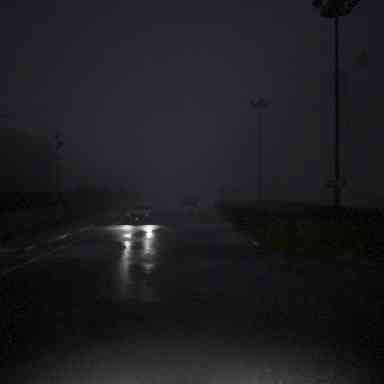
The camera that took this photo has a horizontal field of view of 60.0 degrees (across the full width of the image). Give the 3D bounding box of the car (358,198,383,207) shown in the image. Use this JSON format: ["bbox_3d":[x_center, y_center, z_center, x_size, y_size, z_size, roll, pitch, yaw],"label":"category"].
[{"bbox_3d":[21.861,1.435,39.298,3.905,1.438,1.784,0,0,-1],"label":"car"}]

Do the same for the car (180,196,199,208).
[{"bbox_3d":[-0.250,1.354,48.619,2.097,1.767,4.553,0,0,0],"label":"car"}]

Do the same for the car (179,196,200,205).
[{"bbox_3d":[-0.439,1.481,60.951,1.882,1.535,5.008,0,0,26],"label":"car"}]

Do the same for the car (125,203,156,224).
[{"bbox_3d":[-3.750,1.541,24.880,1.812,1.442,4.674,0,0,0],"label":"car"}]

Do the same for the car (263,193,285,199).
[{"bbox_3d":[17.303,1.159,68.085,5.566,2.045,2.150,0,0,0],"label":"car"}]
